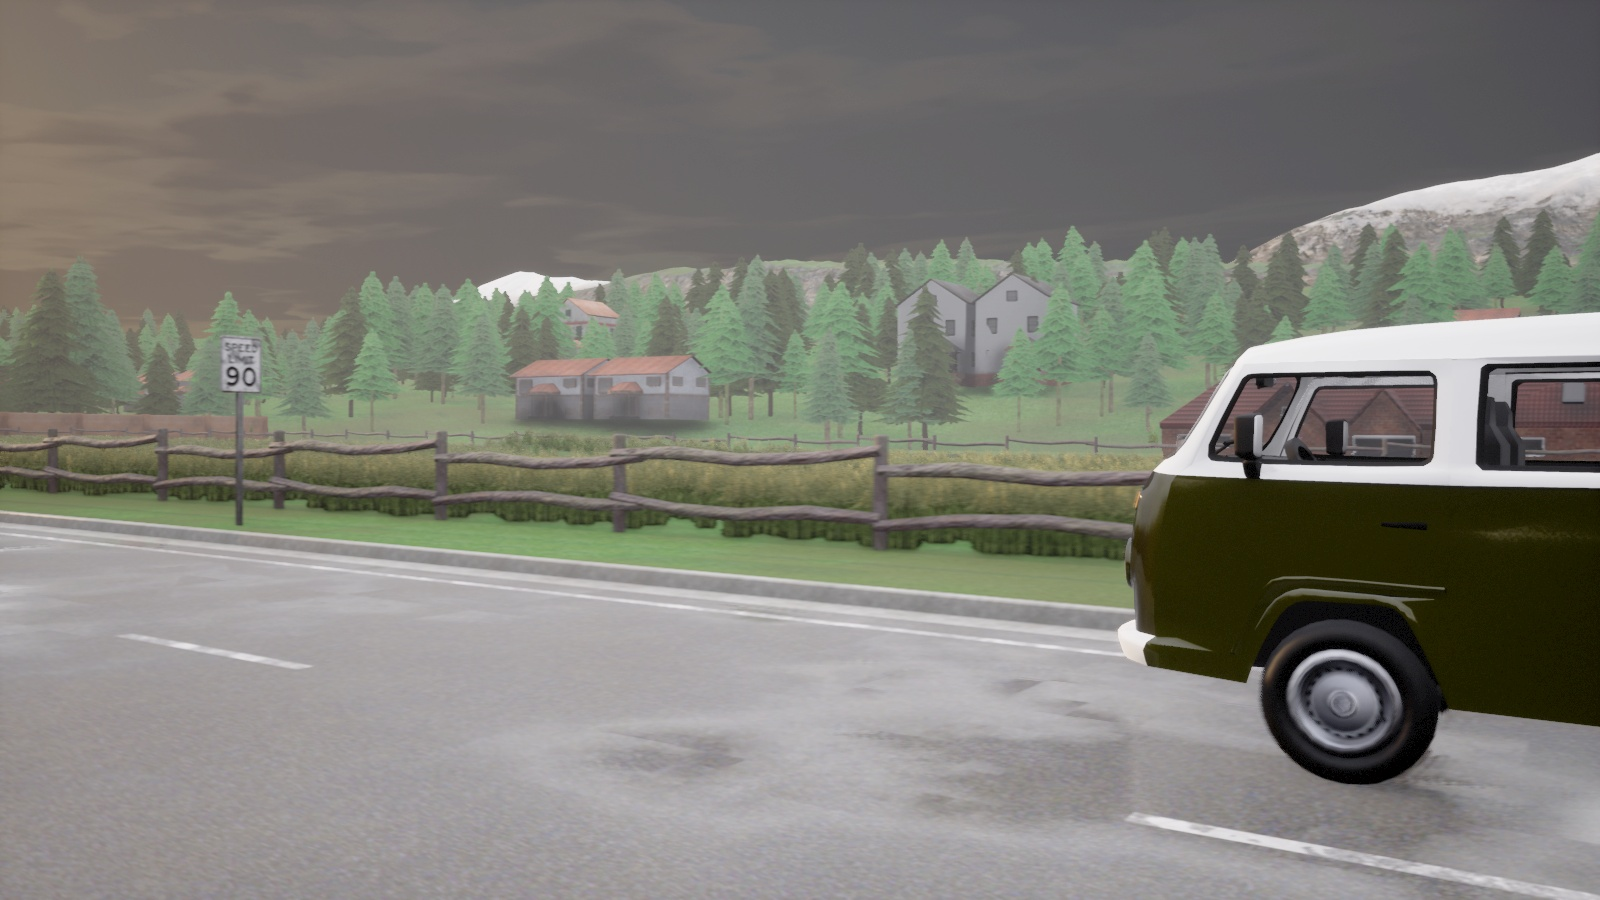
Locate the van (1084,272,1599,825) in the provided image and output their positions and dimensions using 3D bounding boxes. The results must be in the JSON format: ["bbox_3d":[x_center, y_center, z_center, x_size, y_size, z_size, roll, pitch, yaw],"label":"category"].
[{"bbox_3d":[3.737,0.348,5.337,4.480,2.038,2.069,0,1,34],"label":"van"}]
